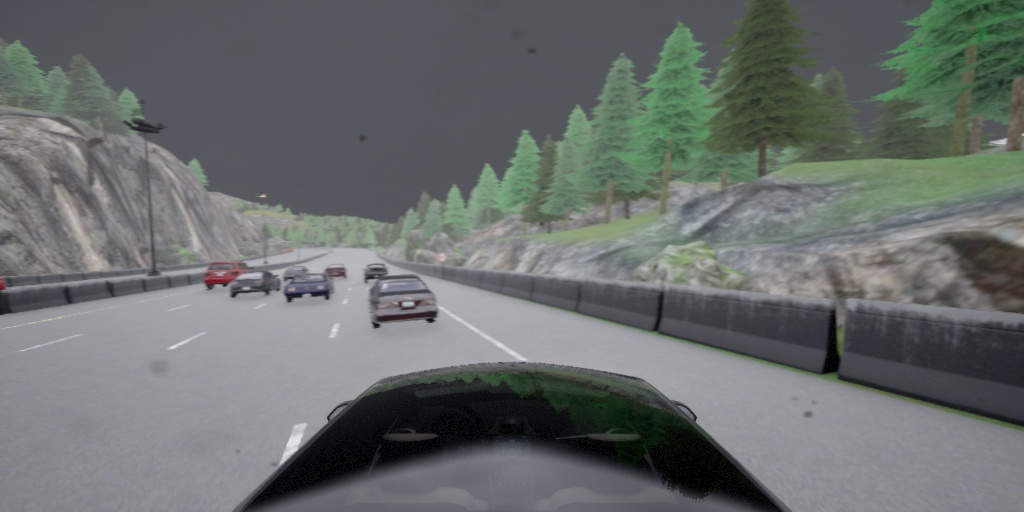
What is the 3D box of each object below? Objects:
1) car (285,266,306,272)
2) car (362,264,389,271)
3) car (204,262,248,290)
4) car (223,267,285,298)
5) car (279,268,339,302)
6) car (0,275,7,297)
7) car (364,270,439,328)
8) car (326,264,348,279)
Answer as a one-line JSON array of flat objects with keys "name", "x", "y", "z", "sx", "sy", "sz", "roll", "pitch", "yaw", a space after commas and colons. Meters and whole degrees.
[{"name": "car", "x": -21.341, "y": 1.716, "z": 35.722, "sx": 2.033, "sy": 1.411, "sz": 5.357, "roll": -2, "pitch": 1, "yaw": -23}, {"name": "car", "x": -11.632, "y": 1.413, "z": 30.668, "sx": 1.837, "sy": 1.490, "sz": 4.892, "roll": -2, "pitch": 0, "yaw": -23}, {"name": "car", "x": -21.961, "y": 1.469, "z": 28.135, "sx": 2.150, "sy": 2.045, "sz": 5.566, "roll": -2, "pitch": 0, "yaw": -23}, {"name": "car", "x": -15.506, "y": 1.618, "z": 21.829, "sx": 1.812, "sy": 1.442, "sz": 4.674, "roll": -2, "pitch": 1, "yaw": -23}, {"name": "car", "x": -10.404, "y": 1.556, "z": 18.716, "sx": 1.895, "sy": 1.301, "sz": 4.718, "roll": -2, "pitch": 0, "yaw": -23}, {"name": "car", "x": -34.690, "y": 1.918, "z": 22.011, "sx": 2.150, "sy": 2.045, "sz": 5.566, "roll": -2, "pitch": 0, "yaw": -22}, {"name": "car", "x": -3.740, "y": 1.342, "z": 11.877, "sx": 2.033, "sy": 1.411, "sz": 5.357, "roll": -2, "pitch": 0, "yaw": -23}, {"name": "car", "x": -18.048, "y": 1.535, "z": 36.913, "sx": 1.882, "sy": 1.535, "sz": 5.008, "roll": -2, "pitch": 0, "yaw": -23}]
